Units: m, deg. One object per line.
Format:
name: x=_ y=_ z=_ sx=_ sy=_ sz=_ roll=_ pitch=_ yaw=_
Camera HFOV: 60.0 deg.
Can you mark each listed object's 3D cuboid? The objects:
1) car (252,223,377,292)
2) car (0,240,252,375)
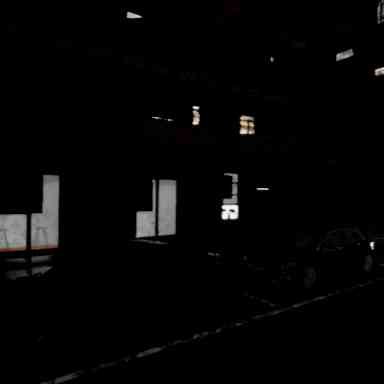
car: x=3.251 y=1.548 z=8.866 sx=4.403 sy=1.369 sz=2.008 roll=0 pitch=1 yaw=-35
car: x=-1.283 y=1.565 z=5.631 sx=4.313 sy=1.339 sz=1.947 roll=0 pitch=1 yaw=-35
